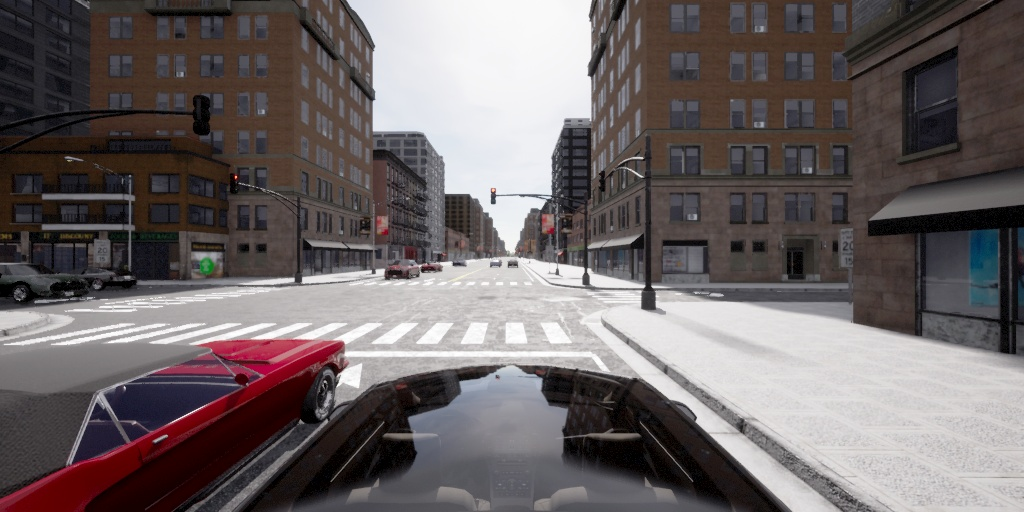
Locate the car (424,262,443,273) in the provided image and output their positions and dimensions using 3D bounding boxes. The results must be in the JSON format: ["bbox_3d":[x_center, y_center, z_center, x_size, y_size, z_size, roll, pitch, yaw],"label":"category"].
[{"bbox_3d":[-9.741,1.349,43.694,1.895,1.301,4.718,0,0,0],"label":"car"}]

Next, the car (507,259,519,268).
[{"bbox_3d":[0.157,1.248,62.178,1.837,1.490,4.892,0,0,0],"label":"car"}]

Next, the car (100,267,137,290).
[{"bbox_3d":[-25.325,1.331,21.680,4.313,1.339,1.948,0,0,0],"label":"car"}]

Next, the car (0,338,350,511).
[{"bbox_3d":[-3.157,1.351,2.816,1.895,1.301,4.718,0,0,0],"label":"car"}]

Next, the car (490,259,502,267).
[{"bbox_3d":[-2.988,1.290,64.133,2.033,1.411,5.357,0,0,0],"label":"car"}]

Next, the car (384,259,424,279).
[{"bbox_3d":[-9.771,1.102,32.154,2.097,1.767,4.553,0,0,0],"label":"car"}]

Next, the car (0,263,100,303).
[{"bbox_3d":[-22.165,1.096,16.172,4.553,1.767,2.097,0,0,0],"label":"car"}]
